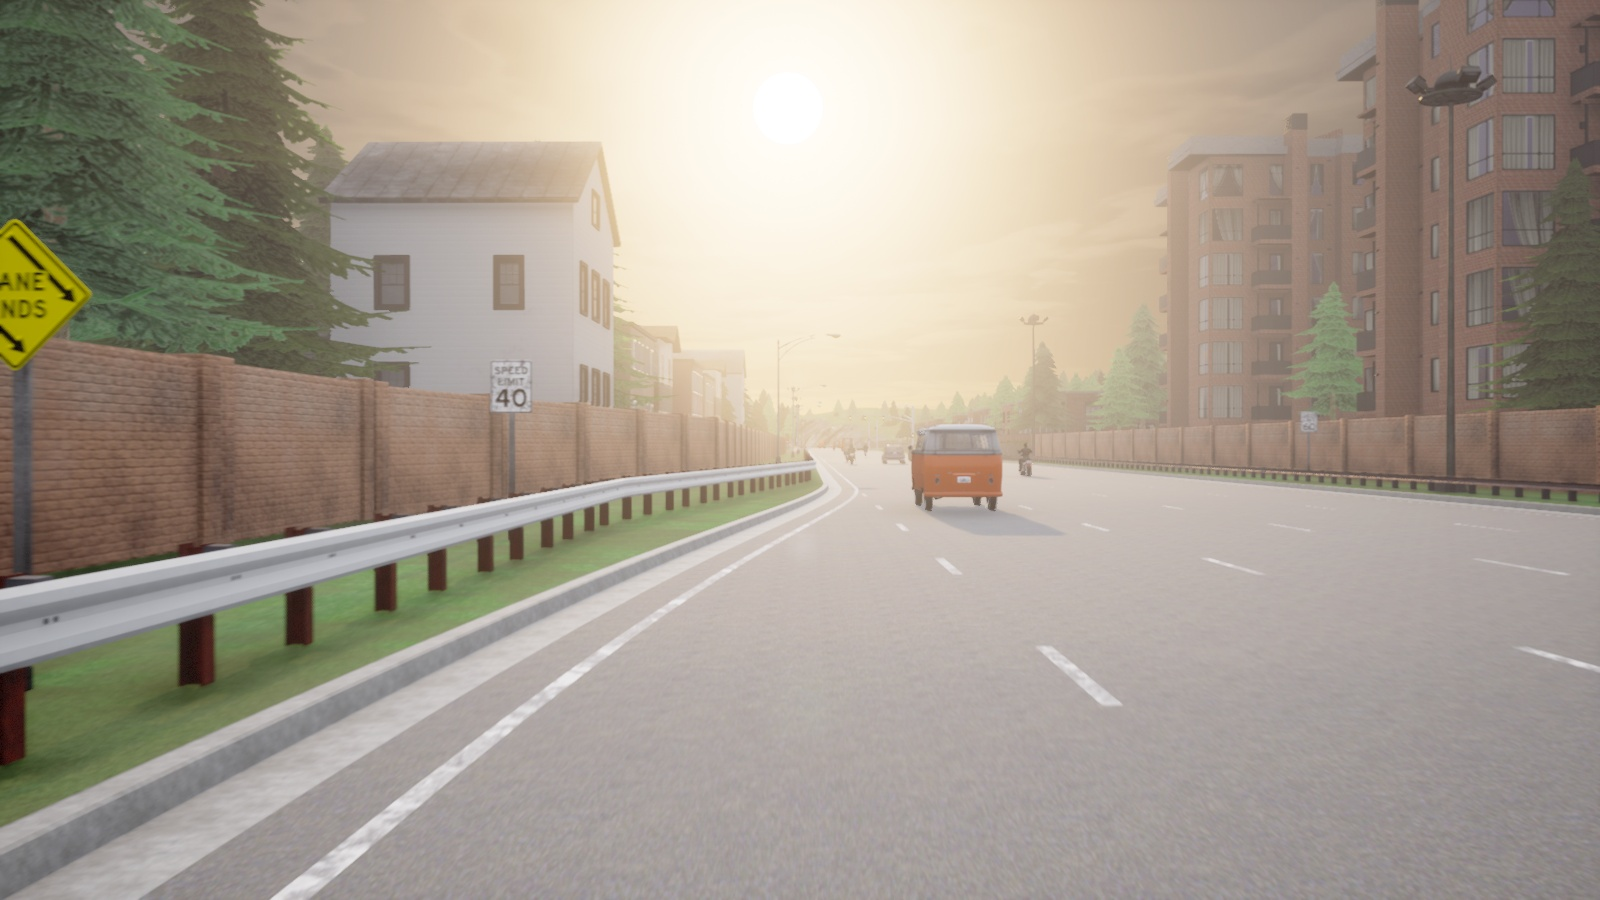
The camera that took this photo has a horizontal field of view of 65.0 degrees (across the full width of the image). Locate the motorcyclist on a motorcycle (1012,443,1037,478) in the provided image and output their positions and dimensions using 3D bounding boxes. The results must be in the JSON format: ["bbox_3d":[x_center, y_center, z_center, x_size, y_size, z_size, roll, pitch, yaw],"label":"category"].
[{"bbox_3d":[10.761,0.500,60.225,0.766,1.649,2.350,0,0,0],"label":"motorcyclist on a motorcycle"}]

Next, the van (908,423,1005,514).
[{"bbox_3d":[3.636,0.400,29.922,1.775,1.987,4.442,0,0,0],"label":"van"}]
